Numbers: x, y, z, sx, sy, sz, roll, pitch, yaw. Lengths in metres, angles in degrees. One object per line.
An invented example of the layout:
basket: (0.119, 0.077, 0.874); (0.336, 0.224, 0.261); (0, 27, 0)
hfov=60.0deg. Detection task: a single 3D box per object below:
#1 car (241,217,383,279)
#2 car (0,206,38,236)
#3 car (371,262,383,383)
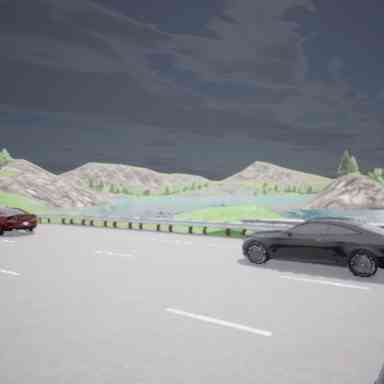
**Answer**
car: (3.724, 1.464, 9.807); (4.674, 1.442, 1.812); (-1, 0, 35)
car: (-11.077, 1.579, 19.166); (5.008, 1.535, 1.882); (-1, 0, 30)
car: (3.687, 1.498, 1.297); (5.357, 1.411, 2.033); (-1, 0, 36)
